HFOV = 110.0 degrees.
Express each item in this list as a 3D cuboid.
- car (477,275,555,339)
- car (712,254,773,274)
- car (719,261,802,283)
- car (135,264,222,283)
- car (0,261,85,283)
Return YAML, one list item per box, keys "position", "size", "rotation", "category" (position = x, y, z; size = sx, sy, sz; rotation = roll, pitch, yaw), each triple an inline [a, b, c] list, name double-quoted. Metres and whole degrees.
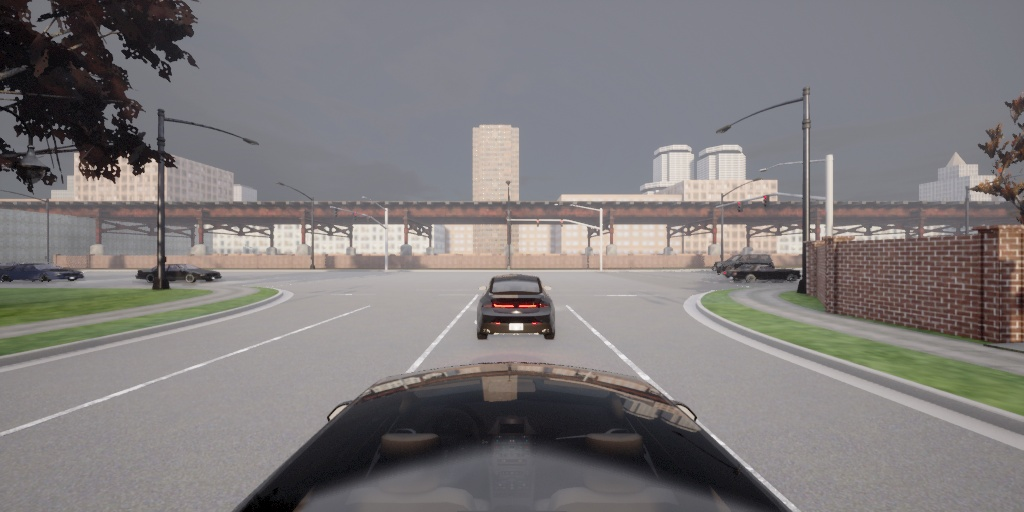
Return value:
- position: [0.093, 1.256, 10.028]
  size: [1.837, 1.490, 4.892]
  rotation: [0, 0, 0]
  category: "car"
- position: [23.556, 0.835, 36.631]
  size: [5.566, 2.045, 2.150]
  rotation: [-1, 0, 3]
  category: "car"
- position: [18.181, 1.269, 26.086]
  size: [4.718, 1.301, 1.895]
  rotation: [-1, 0, 2]
  category: "car"
- position: [-25.299, 1.297, 27.260]
  size: [5.357, 1.411, 2.033]
  rotation: [0, 0, 2]
  category: "car"
- position: [-36.423, 1.298, 27.615]
  size: [5.357, 1.411, 2.033]
  rotation: [0, 0, 2]
  category: "car"
